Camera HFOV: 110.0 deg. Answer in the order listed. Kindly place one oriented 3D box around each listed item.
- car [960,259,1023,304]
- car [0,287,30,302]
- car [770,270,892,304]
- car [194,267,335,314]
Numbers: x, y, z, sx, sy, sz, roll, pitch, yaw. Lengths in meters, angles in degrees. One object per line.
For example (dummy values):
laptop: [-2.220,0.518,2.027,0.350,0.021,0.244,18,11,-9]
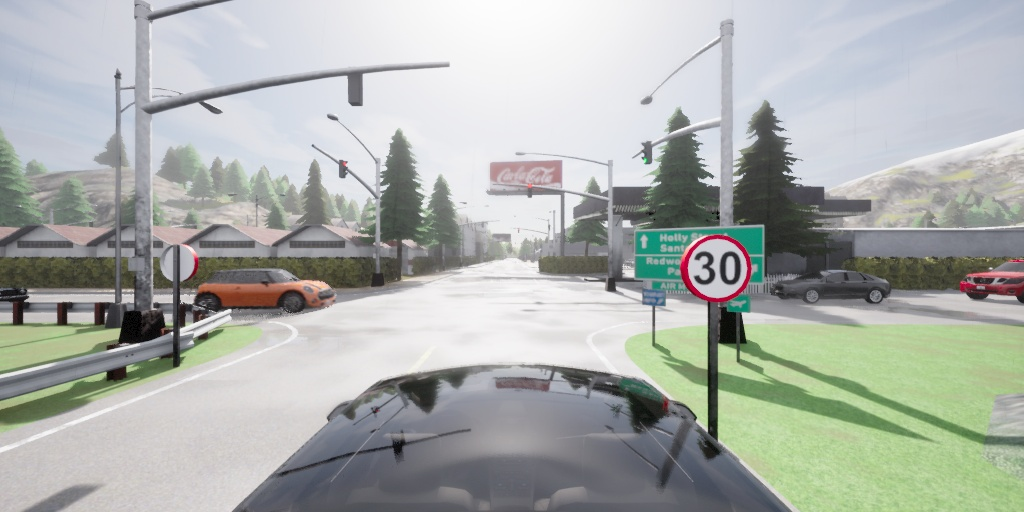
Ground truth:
car: [25.177,1.163,17.127,5.566,2.045,2.150,0,0,0]
car: [-22.291,1.542,14.067,4.718,1.301,1.895,0,0,1]
car: [15.207,1.446,17.262,4.892,1.490,1.837,0,0,1]
car: [-9.528,1.276,14.111,4.553,1.767,2.097,-1,0,-3]
